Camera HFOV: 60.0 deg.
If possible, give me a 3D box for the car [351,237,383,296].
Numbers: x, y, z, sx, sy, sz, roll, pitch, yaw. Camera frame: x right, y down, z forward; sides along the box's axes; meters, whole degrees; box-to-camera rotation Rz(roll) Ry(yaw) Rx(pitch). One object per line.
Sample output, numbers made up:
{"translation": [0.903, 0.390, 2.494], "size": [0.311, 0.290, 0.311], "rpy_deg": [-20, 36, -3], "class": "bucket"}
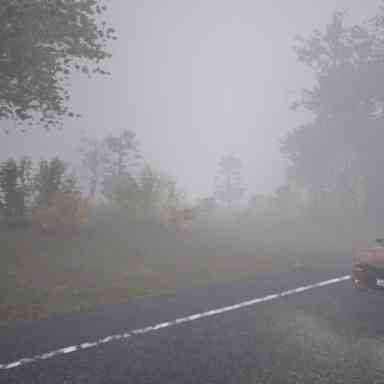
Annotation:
{"translation": [5.818, 1.550, 8.023], "size": [5.008, 1.535, 1.882], "rpy_deg": [1, 0, -36], "class": "car"}
